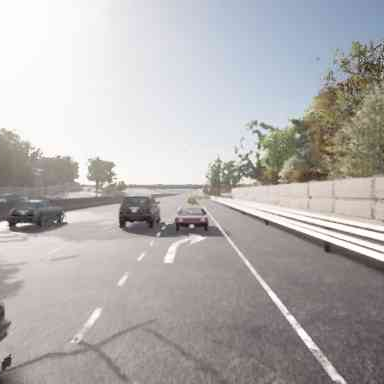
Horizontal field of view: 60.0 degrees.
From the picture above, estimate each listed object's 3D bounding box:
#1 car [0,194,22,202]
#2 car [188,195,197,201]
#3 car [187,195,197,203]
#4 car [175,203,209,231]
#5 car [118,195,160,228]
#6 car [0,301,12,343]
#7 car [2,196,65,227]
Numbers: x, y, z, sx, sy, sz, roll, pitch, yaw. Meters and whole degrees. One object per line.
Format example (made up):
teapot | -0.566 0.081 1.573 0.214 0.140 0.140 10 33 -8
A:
car | -21.104 1.210 37.511 2.150 2.045 5.566 0 0 0
car | 0.217 1.631 89.309 2.033 1.411 5.357 0 0 5
car | -0.035 1.520 67.267 1.882 1.535 5.008 0 0 0
car | -0.009 1.587 20.656 1.895 1.301 4.718 0 0 0
car | -3.414 1.207 22.346 2.150 2.045 5.566 0 0 0
car | -3.403 1.545 2.111 2.033 1.411 5.357 0 0 0
car | -10.411 1.337 22.612 2.097 1.767 4.553 0 0 0
